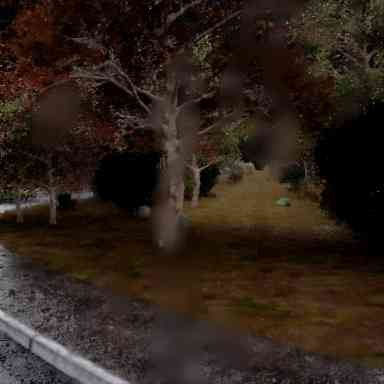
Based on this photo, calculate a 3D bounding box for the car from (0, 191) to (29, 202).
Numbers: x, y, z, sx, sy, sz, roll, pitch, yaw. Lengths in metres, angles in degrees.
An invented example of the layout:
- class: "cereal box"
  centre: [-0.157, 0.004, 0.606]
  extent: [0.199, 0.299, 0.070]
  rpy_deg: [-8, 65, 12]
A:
- class: "car"
  centre: [-27.297, 0.439, 50.788]
  extent: [2.150, 2.045, 5.566]
  rpy_deg: [0, 2, 5]
